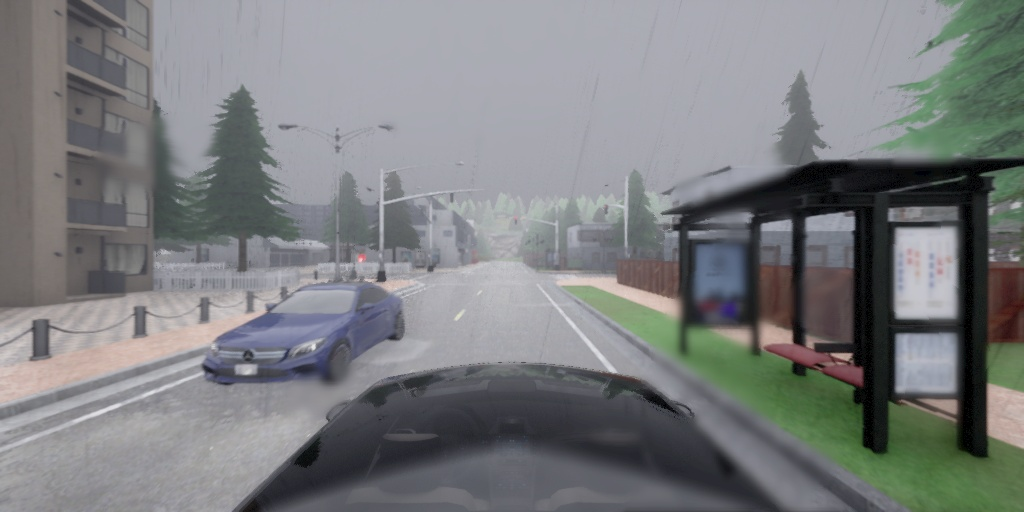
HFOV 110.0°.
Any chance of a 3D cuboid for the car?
[{"bbox_3d":[-3.542,1.268,7.145,1.812,1.442,4.674,0,0,1],"label":"car"}]
